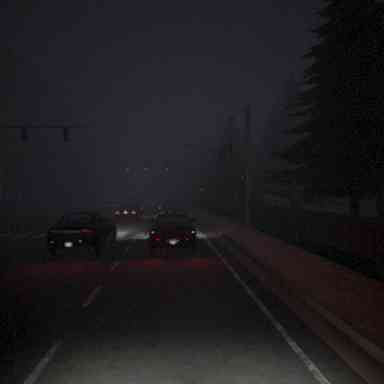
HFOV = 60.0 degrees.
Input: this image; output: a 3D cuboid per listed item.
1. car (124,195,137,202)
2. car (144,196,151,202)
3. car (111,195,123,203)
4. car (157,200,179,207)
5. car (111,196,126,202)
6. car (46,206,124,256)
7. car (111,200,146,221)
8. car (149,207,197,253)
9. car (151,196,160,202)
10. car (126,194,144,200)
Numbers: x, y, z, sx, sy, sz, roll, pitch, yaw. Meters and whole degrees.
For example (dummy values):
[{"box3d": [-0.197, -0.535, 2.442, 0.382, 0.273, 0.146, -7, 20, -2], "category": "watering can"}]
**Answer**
[{"box3d": [-15.592, 1.698, 84.436, 2.097, 1.767, 4.553, 0, 0, -26], "category": "car"}, {"box3d": [-13.218, 1.701, 87.442, 2.097, 1.767, 4.553, 0, 0, -30], "category": "car"}, {"box3d": [-18.613, 1.709, 82.637, 2.097, 1.767, 4.553, 0, 0, -23], "category": "car"}, {"box3d": [-1.846, 1.651, 28.607, 2.033, 1.411, 5.357, 0, 0, -4], "category": "car"}, {"box3d": [-15.198, 1.842, 67.421, 1.994, 1.385, 4.181, 0, 0, -4], "category": "car"}, {"box3d": [-4.297, 1.555, 13.552, 2.128, 1.511, 4.902, 0, 0, -4], "category": "car"}, {"box3d": [-5.341, 1.671, 28.370, 2.033, 1.411, 5.357, 0, 0, -4], "category": "car"}, {"box3d": [-0.818, 1.576, 13.983, 1.812, 1.442, 4.674, 0, 0, -4], "category": "car"}, {"box3d": [-10.290, 1.840, 89.380, 1.837, 1.490, 4.892, 0, 0, -30], "category": "car"}, {"box3d": [-11.816, 1.505, 69.096, 2.150, 2.045, 5.566, 0, 0, -4], "category": "car"}]
